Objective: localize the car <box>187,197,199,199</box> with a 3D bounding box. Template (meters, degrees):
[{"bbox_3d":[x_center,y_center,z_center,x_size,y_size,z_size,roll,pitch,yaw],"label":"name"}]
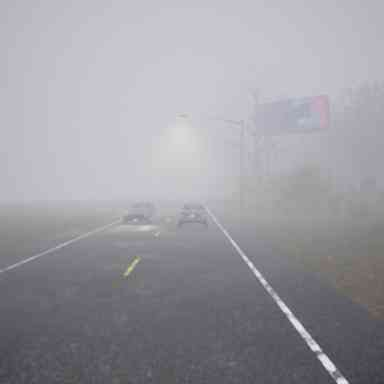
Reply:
[{"bbox_3d":[0.110,1.264,41.454,2.033,1.411,5.357,0,0,0],"label":"car"}]

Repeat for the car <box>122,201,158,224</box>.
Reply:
[{"bbox_3d":[-3.560,1.385,23.697,2.033,1.411,5.357,0,0,0],"label":"car"}]

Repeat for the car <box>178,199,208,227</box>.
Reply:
[{"bbox_3d":[0.073,1.400,21.547,2.033,1.411,5.357,0,0,0],"label":"car"}]
